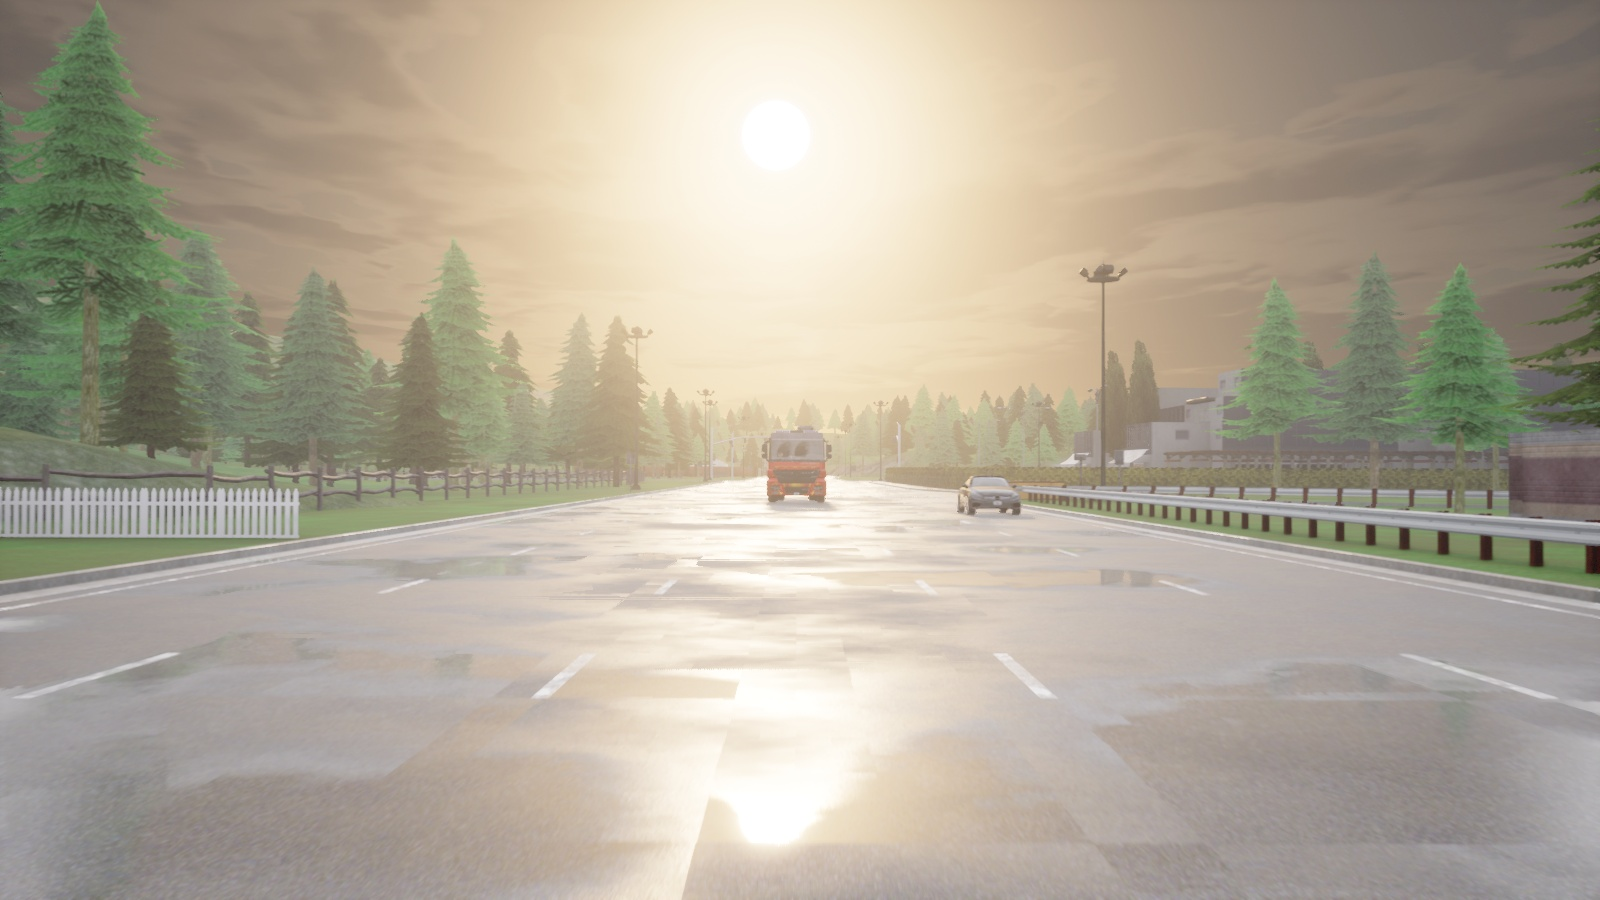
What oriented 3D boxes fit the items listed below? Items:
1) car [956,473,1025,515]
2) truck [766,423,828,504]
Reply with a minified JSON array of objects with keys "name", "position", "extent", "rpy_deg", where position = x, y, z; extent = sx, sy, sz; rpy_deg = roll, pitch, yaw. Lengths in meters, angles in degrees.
[{"name":"car","position":[6.893,1.581,45.897],"extent":[1.812,1.442,4.674],"rpy_deg":[0,-1,0]},{"name":"truck","position":[-0.153,0.719,63.813],"extent":[2.891,3.827,8.468],"rpy_deg":[0,-1,0]}]
